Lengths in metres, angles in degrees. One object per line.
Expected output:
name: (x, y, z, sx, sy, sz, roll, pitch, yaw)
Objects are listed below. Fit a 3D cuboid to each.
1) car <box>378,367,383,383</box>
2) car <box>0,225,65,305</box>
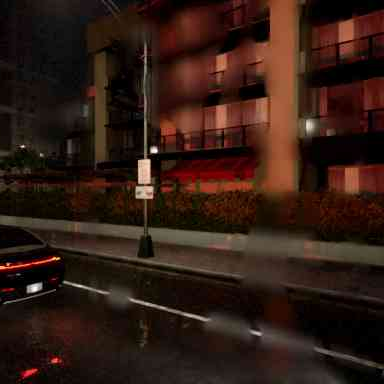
car: (3.784, 1.547, 1.376, 5.357, 1.411, 2.033, 0, 0, 35)
car: (-4.857, 1.505, 7.484, 4.892, 1.490, 1.837, 0, 0, 35)
